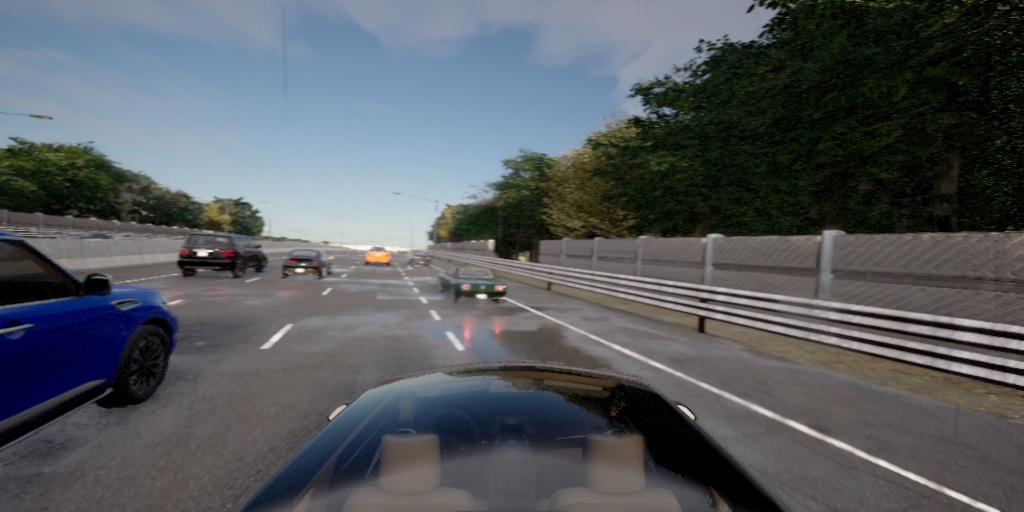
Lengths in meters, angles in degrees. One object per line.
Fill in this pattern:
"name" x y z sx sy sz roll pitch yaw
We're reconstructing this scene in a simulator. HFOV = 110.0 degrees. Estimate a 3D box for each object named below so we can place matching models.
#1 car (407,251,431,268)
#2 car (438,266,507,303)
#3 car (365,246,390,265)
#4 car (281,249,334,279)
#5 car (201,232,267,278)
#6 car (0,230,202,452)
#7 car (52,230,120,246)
"car" -8.669 0.275 33.455 2.128 1.511 4.902 3 1 -20
"car" -1.819 1.077 14.824 1.895 1.301 4.718 3 1 -20
"car" -12.776 -0.130 34.228 2.097 1.767 4.553 3 1 -20
"car" -10.944 0.361 19.396 1.837 1.490 4.892 3 1 -20
"car" -14.040 -0.088 17.731 2.150 2.045 5.566 3 1 -20
"car" -4.585 0.688 2.166 2.150 2.045 5.566 3 1 -20
"car" -43.615 -1.839 36.929 2.033 1.411 5.357 3 1 -20
